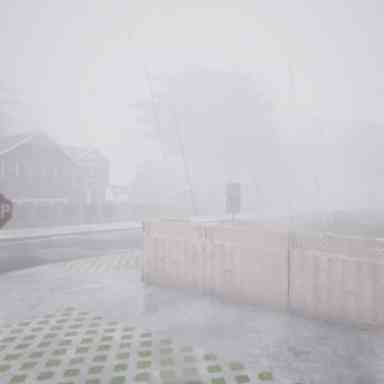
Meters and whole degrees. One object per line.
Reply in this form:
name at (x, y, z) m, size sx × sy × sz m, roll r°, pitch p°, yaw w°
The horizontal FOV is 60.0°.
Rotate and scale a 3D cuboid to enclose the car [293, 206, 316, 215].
car at (15.550, 2.642, 45.856) m, size 1.994 × 1.385 × 4.181 m, roll 1°, pitch -1°, yaw 36°
